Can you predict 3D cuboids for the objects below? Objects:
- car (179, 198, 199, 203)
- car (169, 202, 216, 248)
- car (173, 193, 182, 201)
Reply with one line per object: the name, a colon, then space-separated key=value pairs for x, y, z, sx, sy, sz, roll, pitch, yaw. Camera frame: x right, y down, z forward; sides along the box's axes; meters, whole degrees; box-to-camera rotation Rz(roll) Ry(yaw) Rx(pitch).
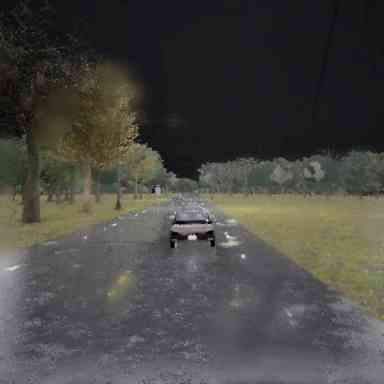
car: x=0.077 y=1.480 z=29.604 sx=1.994 sy=1.385 sz=4.181 roll=0 pitch=0 yaw=0
car: x=0.013 y=1.454 z=14.605 sx=2.128 sy=1.511 sz=4.902 roll=-1 pitch=0 yaw=0
car: x=-3.291 y=1.061 z=75.968 sx=2.097 sy=1.767 sz=4.553 roll=0 pitch=0 yaw=0
